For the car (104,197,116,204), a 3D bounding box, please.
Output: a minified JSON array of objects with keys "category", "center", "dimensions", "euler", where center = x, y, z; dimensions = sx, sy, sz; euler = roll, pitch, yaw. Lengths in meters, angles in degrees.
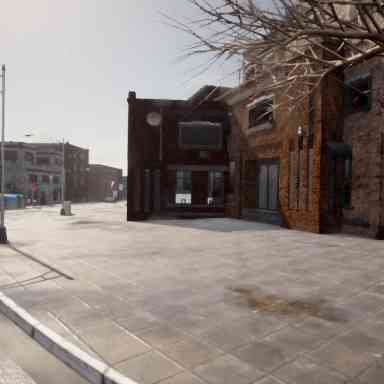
[{"category":"car","center":[-18.791,1.884,76.292],"dimensions":[1.837,1.490,4.892],"euler":[1,-1,2]}]
